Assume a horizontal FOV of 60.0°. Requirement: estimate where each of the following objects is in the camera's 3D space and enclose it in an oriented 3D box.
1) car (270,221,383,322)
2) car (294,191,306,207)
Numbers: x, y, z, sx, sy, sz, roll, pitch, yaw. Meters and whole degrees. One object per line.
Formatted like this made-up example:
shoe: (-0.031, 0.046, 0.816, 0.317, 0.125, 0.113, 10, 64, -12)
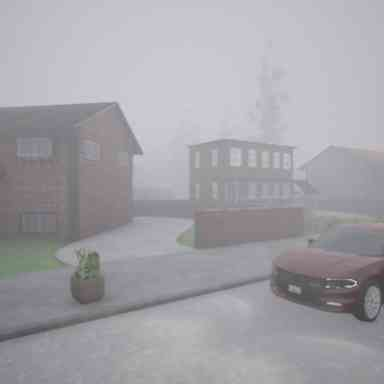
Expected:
car: (3.861, 1.447, 7.357, 5.008, 1.535, 1.882, 0, 0, -35)
car: (8.330, 0.872, 29.498, 3.866, 1.878, 1.905, 0, 0, -35)
